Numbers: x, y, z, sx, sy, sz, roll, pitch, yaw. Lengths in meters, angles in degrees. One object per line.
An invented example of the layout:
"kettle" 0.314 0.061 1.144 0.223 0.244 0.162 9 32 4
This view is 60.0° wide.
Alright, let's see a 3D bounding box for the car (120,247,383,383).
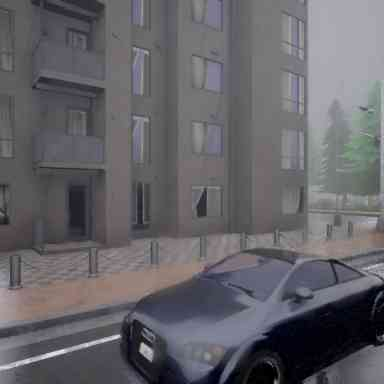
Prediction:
"car" 1.125 1.564 4.800 4.181 1.385 1.994 0 0 -36
